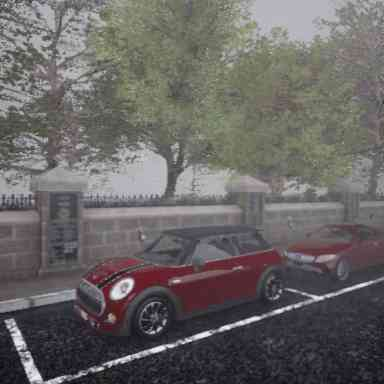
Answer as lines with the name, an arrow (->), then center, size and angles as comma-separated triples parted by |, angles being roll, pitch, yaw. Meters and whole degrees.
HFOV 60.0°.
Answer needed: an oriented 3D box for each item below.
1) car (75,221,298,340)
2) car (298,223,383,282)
car -> -0.099, 1.442, 6.484 | 4.097, 1.590, 1.967 | 0, 0, -35
car -> 4.411, 1.587, 9.700 | 4.206, 1.307, 1.802 | 0, 0, -35
